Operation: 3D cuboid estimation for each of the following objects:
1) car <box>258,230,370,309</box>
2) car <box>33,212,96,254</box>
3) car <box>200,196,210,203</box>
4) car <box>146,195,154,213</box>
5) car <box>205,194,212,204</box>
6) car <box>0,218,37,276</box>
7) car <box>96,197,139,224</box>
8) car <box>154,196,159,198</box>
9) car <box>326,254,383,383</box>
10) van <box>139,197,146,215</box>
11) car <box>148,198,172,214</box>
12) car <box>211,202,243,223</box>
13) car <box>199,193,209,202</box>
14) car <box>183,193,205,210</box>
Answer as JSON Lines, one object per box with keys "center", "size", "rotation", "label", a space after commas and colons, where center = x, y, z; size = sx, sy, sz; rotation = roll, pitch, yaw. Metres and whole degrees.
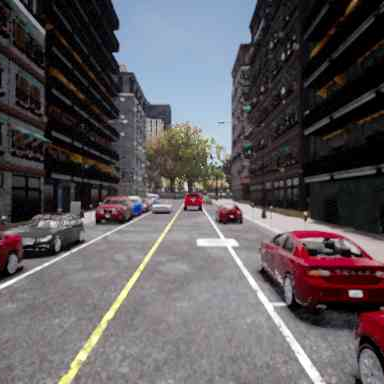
{"center": [2.703, 1.537, 7.715], "size": [1.887, 1.381, 4.507], "rotation": [1, 0, 0], "label": "car"}
{"center": [-5.644, 1.538, 13.350], "size": [2.008, 1.369, 4.403], "rotation": [1, 0, 0], "label": "car"}
{"center": [2.704, 1.481, 70.376], "size": [1.887, 1.381, 4.507], "rotation": [1, 0, 0], "label": "car"}
{"center": [-5.642, 1.406, 36.136], "size": [1.967, 1.590, 4.097], "rotation": [1, 0, 0], "label": "car"}
{"center": [2.704, 1.471, 59.152], "size": [1.752, 1.417, 4.829], "rotation": [1, 0, 0], "label": "car"}
{"center": [-5.644, 1.537, 7.654], "size": [1.887, 1.381, 4.507], "rotation": [1, 0, 0], "label": "car"}
{"center": [-5.640, 1.292, 24.743], "size": [2.192, 1.841, 5.009], "rotation": [1, 0, 0], "label": "car"}
{"center": [-5.644, 1.512, 41.833], "size": [2.008, 1.369, 4.403], "rotation": [1, 0, 0], "label": "car"}
{"center": [2.703, 1.543, 2.019], "size": [1.887, 1.381, 4.507], "rotation": [1, 0, 0], "label": "car"}
{"center": [-5.640, 1.313, 30.439], "size": [1.690, 1.788, 3.998], "rotation": [1, 0, 0], "label": "van"}
{"center": [-3.097, 1.568, 34.716], "size": [1.895, 1.301, 4.718], "rotation": [0, 0, 0], "label": "car"}
{"center": [2.703, 1.521, 24.805], "size": [1.887, 1.381, 4.507], "rotation": [1, 0, 0], "label": "car"}
{"center": [2.708, 1.247, 76.071], "size": [2.192, 1.841, 5.009], "rotation": [1, 0, 0], "label": "car"}
{"center": [0.101, 1.176, 41.462], "size": [2.150, 2.045, 5.566], "rotation": [0, -1, -1], "label": "car"}
